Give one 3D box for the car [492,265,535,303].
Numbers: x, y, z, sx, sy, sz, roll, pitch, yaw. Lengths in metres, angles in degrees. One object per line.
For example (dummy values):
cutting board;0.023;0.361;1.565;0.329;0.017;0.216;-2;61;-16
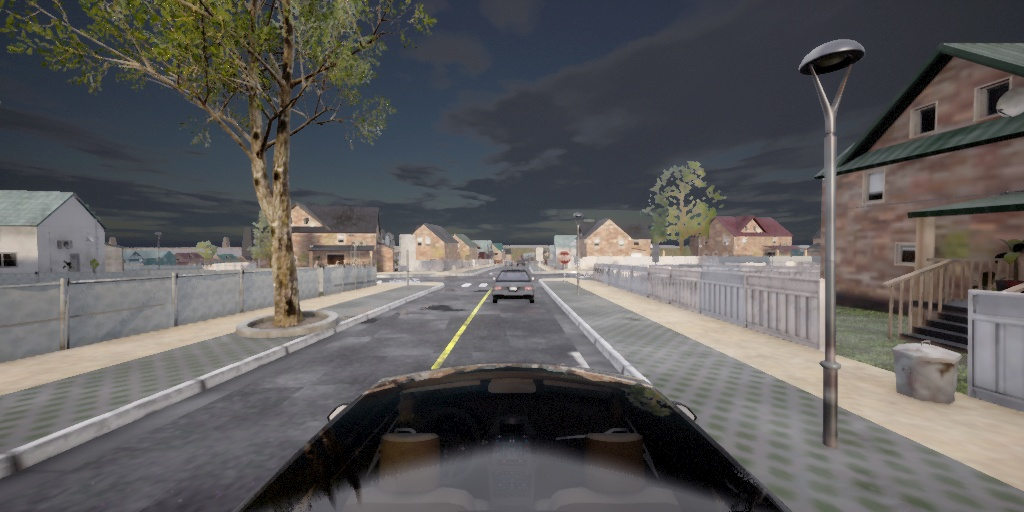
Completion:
car;0.074;1.320;16.496;2.033;1.411;5.357;0;0;1
